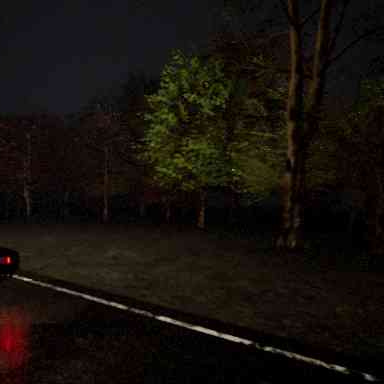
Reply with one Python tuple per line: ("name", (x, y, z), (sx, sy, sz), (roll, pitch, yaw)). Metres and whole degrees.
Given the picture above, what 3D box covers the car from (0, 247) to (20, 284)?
("car", (-6.348, 1.597, 8.219), (4.718, 1.301, 1.895), (-1, -1, 35))
